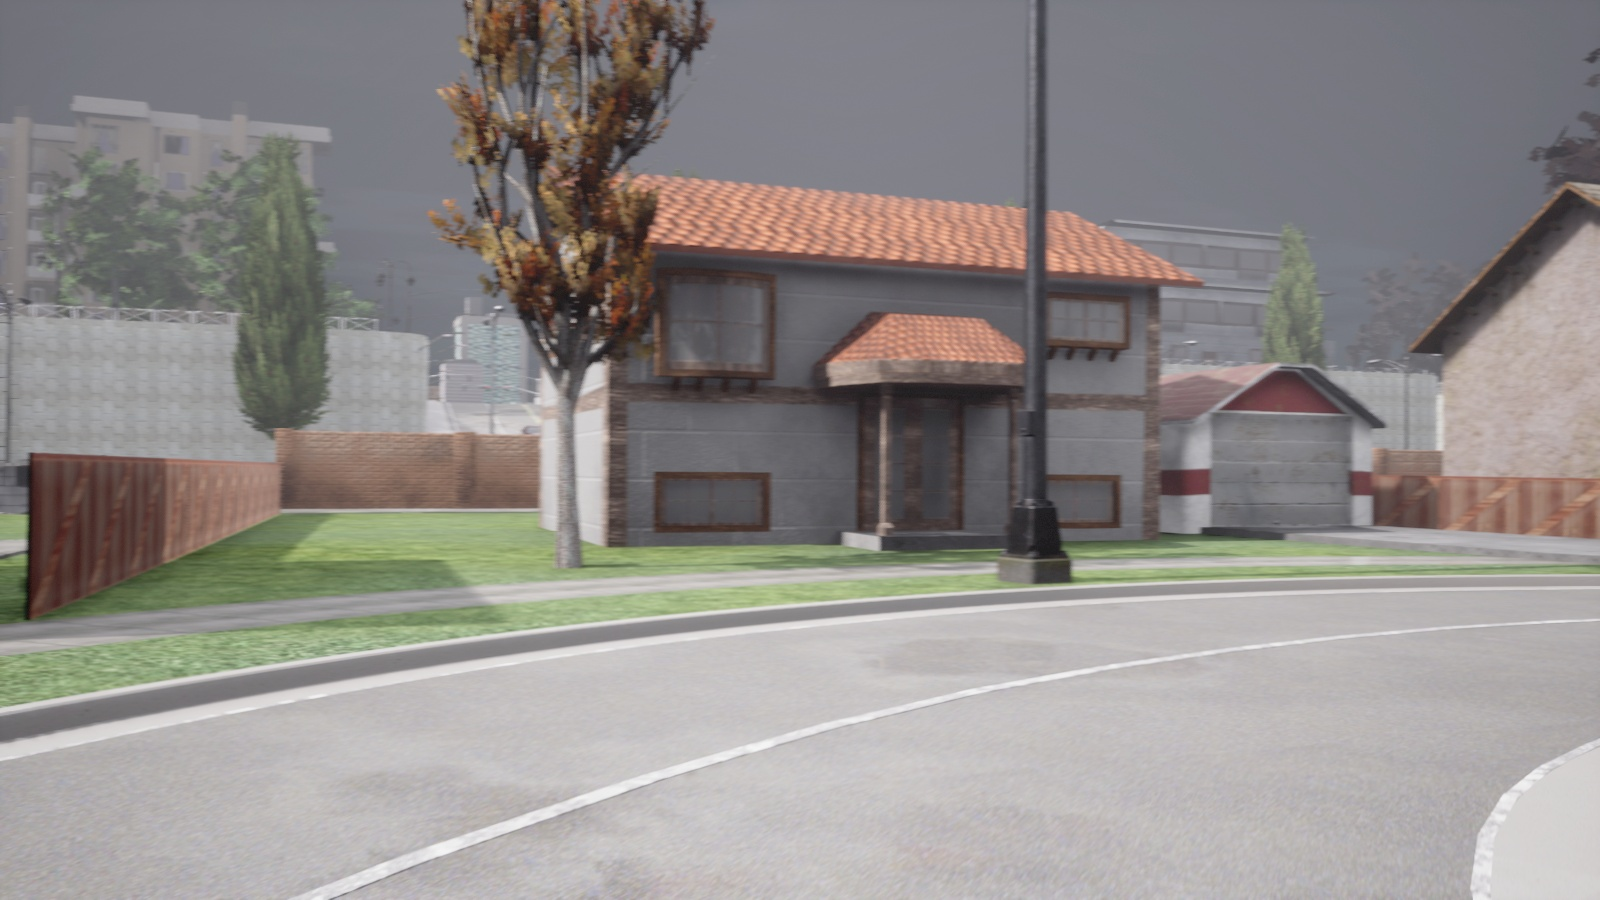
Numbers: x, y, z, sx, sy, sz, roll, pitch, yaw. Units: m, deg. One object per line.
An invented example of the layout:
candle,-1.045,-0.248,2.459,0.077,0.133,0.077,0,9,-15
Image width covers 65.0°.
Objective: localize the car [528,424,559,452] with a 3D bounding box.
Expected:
car,-19.285,-0.919,94.315,1.812,1.442,4.674,0,9,-18
